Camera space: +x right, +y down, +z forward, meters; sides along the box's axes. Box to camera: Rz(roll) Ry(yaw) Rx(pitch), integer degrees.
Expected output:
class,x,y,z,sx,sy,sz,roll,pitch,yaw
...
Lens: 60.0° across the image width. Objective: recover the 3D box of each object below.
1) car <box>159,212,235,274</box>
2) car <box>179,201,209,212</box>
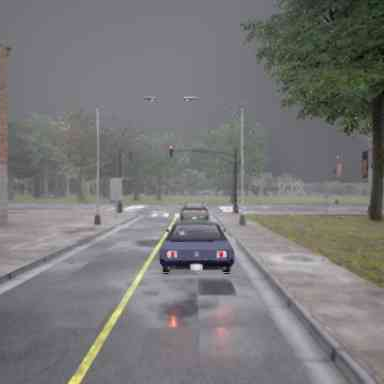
class,x,y,z,sx,sy,sz,roll,pitch,yaw
car,0.123,1.536,10.327,1.895,1.301,4.718,0,0,0
car,0.152,1.377,22.500,2.128,1.511,4.902,0,0,0
